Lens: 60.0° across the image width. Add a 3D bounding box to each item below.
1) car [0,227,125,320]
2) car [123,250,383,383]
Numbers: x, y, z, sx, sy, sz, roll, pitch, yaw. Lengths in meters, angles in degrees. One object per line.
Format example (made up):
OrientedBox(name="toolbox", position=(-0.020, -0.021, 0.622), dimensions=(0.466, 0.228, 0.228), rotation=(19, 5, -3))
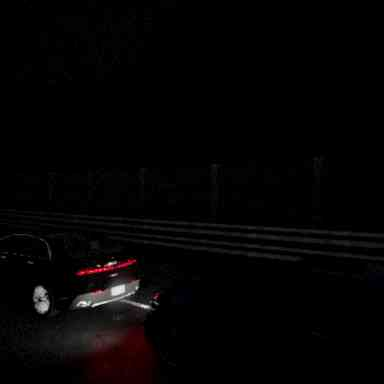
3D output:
OrientedBox(name="car", position=(-3.322, 1.564, 7.535), dimensions=(4.892, 1.490, 1.837), rotation=(0, 0, 36))
OrientedBox(name="car", position=(1.494, 1.557, 4.077), dimensions=(4.674, 1.442, 1.812), rotation=(-1, -1, 36))
